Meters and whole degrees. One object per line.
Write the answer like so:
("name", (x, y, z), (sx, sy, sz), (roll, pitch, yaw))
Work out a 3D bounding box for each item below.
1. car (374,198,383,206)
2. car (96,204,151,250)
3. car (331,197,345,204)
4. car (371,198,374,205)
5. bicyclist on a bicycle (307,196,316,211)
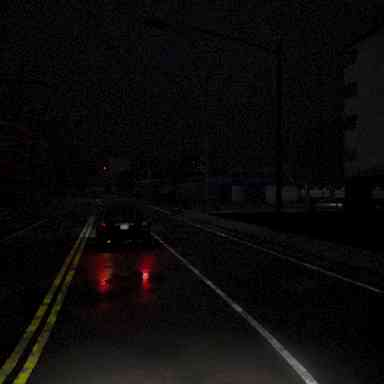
("car", (31.153, 1.533, 52.529), (4.674, 1.442, 1.812), (0, 0, -37))
("car", (-3.107, 1.365, 14.704), (2.097, 1.767, 4.553), (0, 0, -15))
("car", (28.744, 1.571, 64.272), (4.718, 1.301, 1.895), (0, 0, -43))
("car", (29.045, 1.573, 55.323), (4.181, 1.385, 1.994), (0, 0, -37))
("bicyclist on a bicycle", (13.531, 1.299, 37.678), (0.582, 1.620, 1.656), (0, 0, -14))
